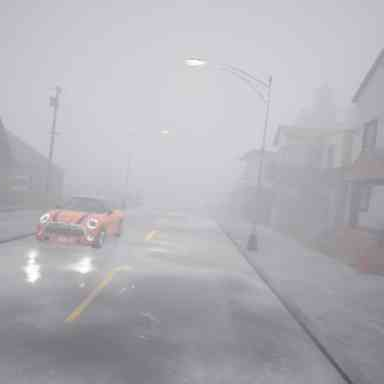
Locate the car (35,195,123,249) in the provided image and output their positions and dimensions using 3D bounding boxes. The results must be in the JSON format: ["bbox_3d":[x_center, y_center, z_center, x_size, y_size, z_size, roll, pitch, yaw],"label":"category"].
[{"bbox_3d":[-4.020,0.943,12.718,2.097,1.767,4.553,6,0,0],"label":"car"}]
